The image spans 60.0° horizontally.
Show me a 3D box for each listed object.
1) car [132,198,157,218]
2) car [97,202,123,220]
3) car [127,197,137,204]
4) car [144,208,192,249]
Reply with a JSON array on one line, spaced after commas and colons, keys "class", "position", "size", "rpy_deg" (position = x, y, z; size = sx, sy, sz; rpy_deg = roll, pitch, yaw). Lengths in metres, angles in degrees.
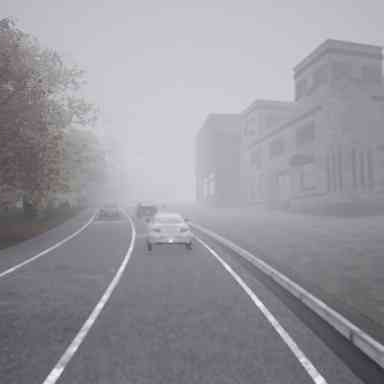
[{"class": "car", "position": [-4.539, 1.702, 32.736], "size": [1.882, 1.535, 5.008], "rpy_deg": [1, 0, -13]}, {"class": "car", "position": [-7.344, 1.661, 29.813], "size": [1.837, 1.490, 4.892], "rpy_deg": [1, 0, -13]}, {"class": "car", "position": [-12.365, 1.807, 70.823], "size": [1.994, 1.385, 4.181], "rpy_deg": [-1, 0, 7]}, {"class": "car", "position": [-1.111, 1.660, 15.132], "size": [1.812, 1.442, 4.674], "rpy_deg": [1, -1, -7]}]
